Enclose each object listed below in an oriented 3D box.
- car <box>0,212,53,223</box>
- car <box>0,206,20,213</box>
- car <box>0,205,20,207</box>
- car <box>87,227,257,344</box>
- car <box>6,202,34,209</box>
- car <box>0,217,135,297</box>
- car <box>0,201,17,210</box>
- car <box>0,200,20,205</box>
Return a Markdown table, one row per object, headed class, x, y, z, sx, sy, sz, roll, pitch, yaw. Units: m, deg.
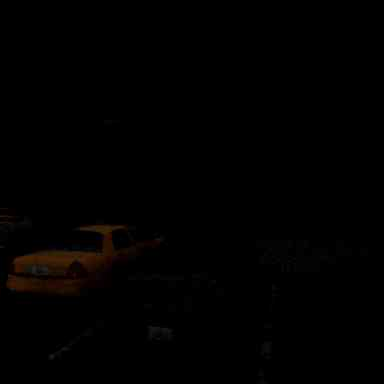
| class | x | y | z | sx | sy | sz | roll | pitch | yaw |
| --- | --- | --- | --- | --- | --- | --- | --- | --- | --- |
| car | -4.593 | 1.488 | 10.218 | 2.097 | 1.535 | 5.008 | 0 | -1 | 15 |
| car | -6.963 | 1.488 | 12.119 | 1.946 | 1.575 | 5.366 | 0 | -1 | 16 |
| car | -9.421 | 1.488 | 13.661 | 2.097 | 1.535 | 5.008 | 1 | -1 | 16 |
| car | 0.220 | 1.516 | 6.754 | 2.163 | 1.488 | 4.792 | 1 | -1 | 15 |
| car | -34.886 | 2.756 | 67.327 | 4.792 | 1.488 | 2.163 | 0 | -2 | 15 |
| car | -2.147 | 1.487 | 8.681 | 1.946 | 1.575 | 5.366 | 0 | -1 | 16 |
| car | -37.029 | 2.621 | 64.587 | 5.366 | 1.575 | 1.946 | 0 | -2 | 15 |
| car | -27.095 | 2.301 | 46.504 | 5.366 | 1.575 | 1.946 | 2 | -2 | 15 |
